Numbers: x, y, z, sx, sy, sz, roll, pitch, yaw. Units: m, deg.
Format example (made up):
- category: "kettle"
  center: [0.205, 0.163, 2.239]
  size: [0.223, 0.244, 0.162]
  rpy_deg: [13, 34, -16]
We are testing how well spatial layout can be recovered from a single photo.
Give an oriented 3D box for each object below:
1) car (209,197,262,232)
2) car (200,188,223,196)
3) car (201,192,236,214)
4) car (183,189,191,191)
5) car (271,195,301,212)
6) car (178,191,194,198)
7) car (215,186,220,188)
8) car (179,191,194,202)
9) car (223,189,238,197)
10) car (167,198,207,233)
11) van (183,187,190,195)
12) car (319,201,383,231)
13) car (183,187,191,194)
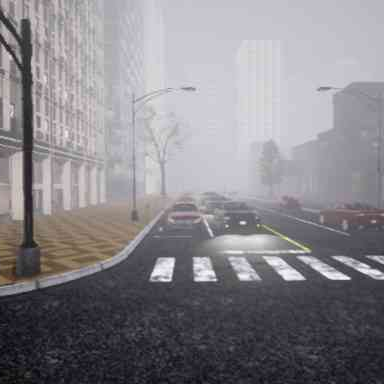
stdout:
- category: "car"
  center: [2.205, 1.171, 17.046]
  size: [1.994, 1.385, 4.181]
  rpy_deg: [0, 1, -3]
- category: "car"
  center: [1.941, 0.652, 36.985]
  size: [1.882, 1.535, 5.008]
  rpy_deg: [0, 1, -1]
- category: "car"
  center: [2.080, 0.955, 27.007]
  size: [1.994, 1.385, 4.181]
  rpy_deg: [0, 1, -1]
- category: "car"
  center: [-0.688, 0.697, 38.986]
  size: [2.008, 1.369, 4.403]
  rpy_deg: [0, 1, -1]
- category: "car"
  center: [7.854, 0.919, 28.031]
  size: [1.802, 1.307, 4.206]
  rpy_deg: [0, 1, -1]
- category: "car"
  center: [-0.524, 0.914, 27.737]
  size: [1.752, 1.417, 4.829]
  rpy_deg: [0, 1, -1]
- category: "car"
  center: [7.122, -0.152, 77.882]
  size: [1.947, 1.339, 4.313]
  rpy_deg: [0, 1, -1]
- category: "car"
  center: [-0.770, 0.593, 44.525]
  size: [1.947, 1.339, 4.313]
  rpy_deg: [0, 1, -1]
- category: "car"
  center: [7.366, 0.180, 61.263]
  size: [2.008, 1.369, 4.403]
  rpy_deg: [0, 1, -1]
- category: "car"
  center: [-0.364, 1.207, 16.831]
  size: [1.802, 1.307, 4.206]
  rpy_deg: [0, 1, -1]
- category: "van"
  center: [-1.259, -0.329, 77.755]
  size: [1.690, 1.788, 3.998]
  rpy_deg: [0, 1, -1]
- category: "car"
  center: [8.017, 1.122, 16.952]
  size: [1.887, 1.381, 4.507]
  rpy_deg: [0, 1, -1]
- category: "car"
  center: [-1.339, -0.346, 83.296]
  size: [1.967, 1.590, 4.097]
  rpy_deg: [0, 1, -1]
